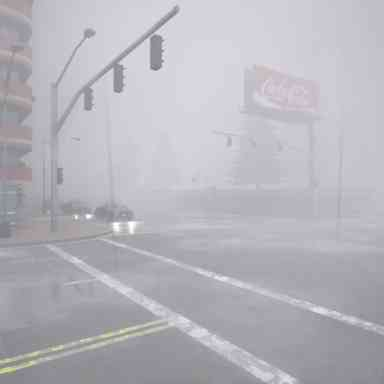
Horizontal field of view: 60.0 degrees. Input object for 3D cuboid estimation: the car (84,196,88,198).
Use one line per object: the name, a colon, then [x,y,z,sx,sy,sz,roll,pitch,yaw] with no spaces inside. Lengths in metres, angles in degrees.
car: [-20.558,1.564,58.844,1.994,1.385,4.181,0,0,-36]

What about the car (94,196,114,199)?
car: [-14.490,1.505,56.394,1.837,1.490,4.892,0,0,-36]

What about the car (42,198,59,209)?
car: [-17.977,1.478,42.925,1.882,1.535,5.008,0,0,-36]

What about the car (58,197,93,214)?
car: [-12.094,1.564,34.715,1.994,1.385,4.181,0,0,-36]

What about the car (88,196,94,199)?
car: [-19.973,1.478,64.027,1.882,1.535,5.008,0,0,-36]

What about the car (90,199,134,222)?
car: [-6.289,1.564,26.639,1.994,1.385,4.181,0,0,-36]
